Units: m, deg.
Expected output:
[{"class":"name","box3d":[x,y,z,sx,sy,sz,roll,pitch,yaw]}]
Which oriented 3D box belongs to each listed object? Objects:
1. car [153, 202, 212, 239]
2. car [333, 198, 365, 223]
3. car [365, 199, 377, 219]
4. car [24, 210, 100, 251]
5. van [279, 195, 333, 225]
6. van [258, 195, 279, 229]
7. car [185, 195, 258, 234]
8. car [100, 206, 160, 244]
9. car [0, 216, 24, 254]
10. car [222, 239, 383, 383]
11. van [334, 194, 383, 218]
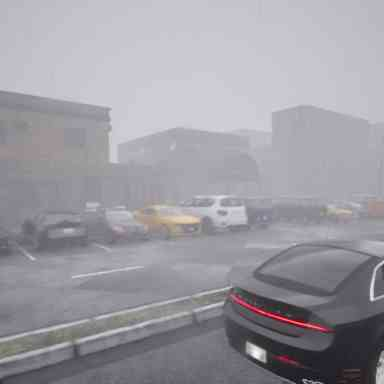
[{"class":"car","box3d":[-1.472,1.466,17.561,2.097,1.535,5.008,0,0,-36]},{"class":"car","box3d":[9.852,1.439,25.425,1.946,1.575,5.366,0,0,-36]},{"class":"car","box3d":[11.989,1.480,27.178,2.002,1.452,4.674,0,0,-36]},{"class":"car","box3d":[-5.971,1.513,14.374,2.163,1.488,4.792,0,0,-36]},{"class":"van","box3d":[7.432,1.219,24.066,1.878,1.987,4.442,0,0,-36]},{"class":"van","box3d":[2.949,1.228,20.859,1.878,1.987,4.442,0,0,-36]},{"class":"car","box3d":[0.756,1.208,19.183,2.435,2.045,5.566,0,0,-36]},{"class":"car","box3d":[-3.713,1.514,15.955,2.002,1.452,4.674,0,0,-36]},{"class":"car","box3d":[-8.194,1.495,12.740,2.231,1.521,4.892,0,0,-36]},{"class":"car","box3d":[2.665,1.484,5.035,4.892,1.490,1.837,0,0,-36]},{"class":"van","box3d":[14.162,1.213,28.878,1.878,1.987,4.442,0,0,-36]}]
